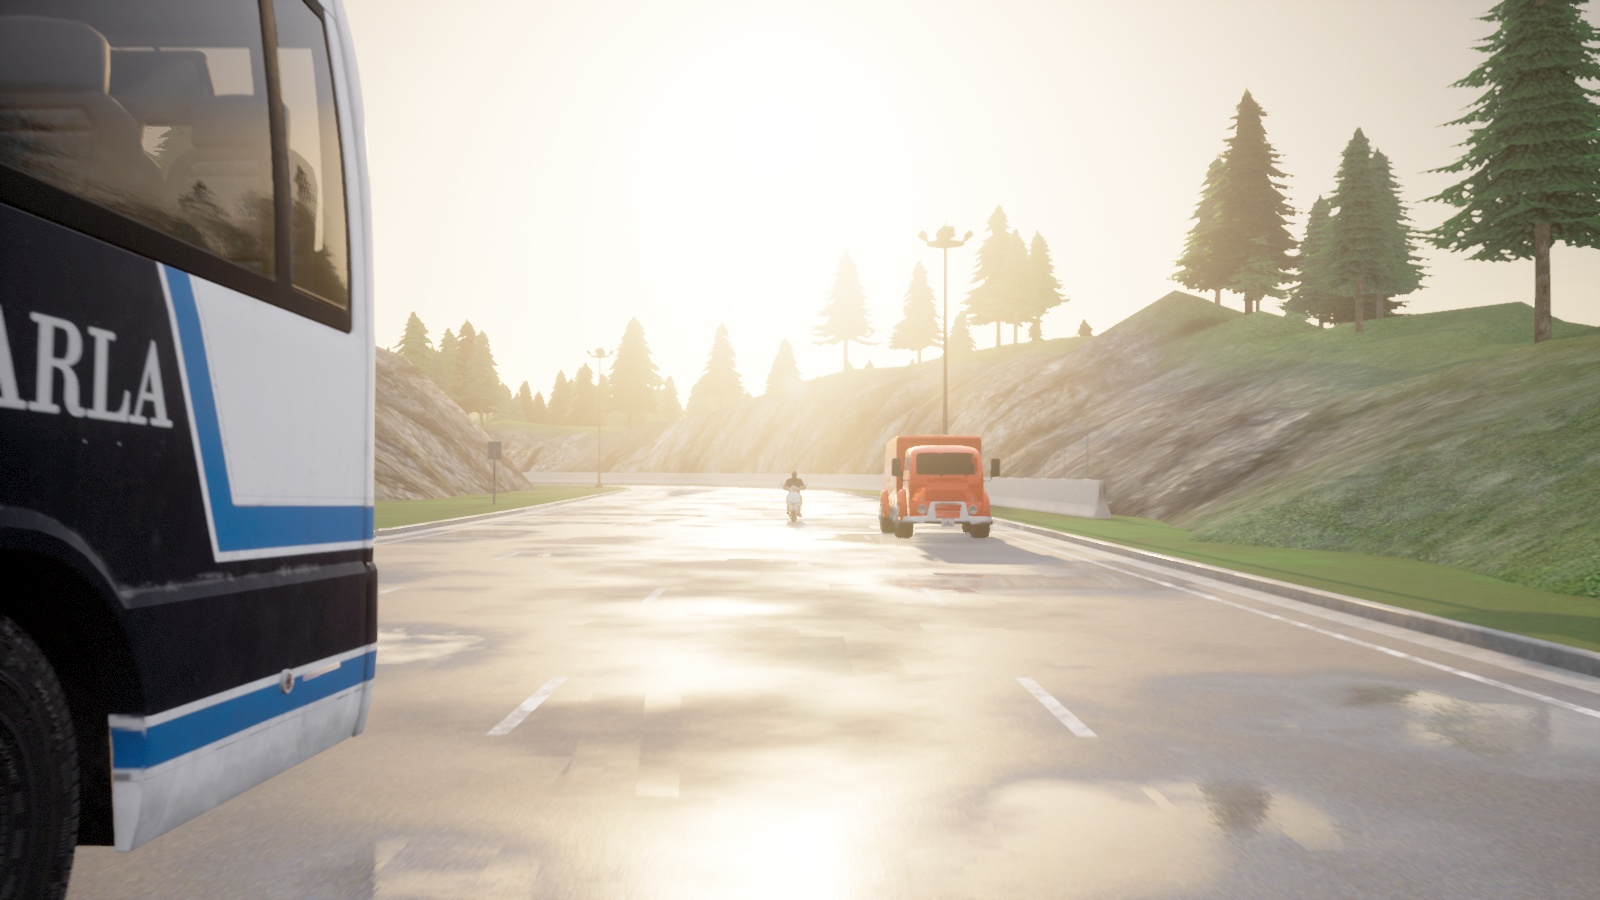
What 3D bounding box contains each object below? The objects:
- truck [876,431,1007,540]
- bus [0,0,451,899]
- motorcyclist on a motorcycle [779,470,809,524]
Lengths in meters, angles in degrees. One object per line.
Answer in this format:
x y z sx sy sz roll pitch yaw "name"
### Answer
3.361 0.854 31.086 2.627 2.467 5.204 0 -1 0 "truck"
-3.500 -0.540 0.330 3.944 4.253 10.273 0 -2 0 "bus"
-0.172 1.446 39.096 0.866 1.590 1.817 0 0 1 "motorcyclist on a motorcycle"
